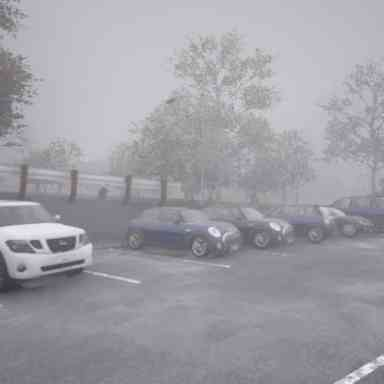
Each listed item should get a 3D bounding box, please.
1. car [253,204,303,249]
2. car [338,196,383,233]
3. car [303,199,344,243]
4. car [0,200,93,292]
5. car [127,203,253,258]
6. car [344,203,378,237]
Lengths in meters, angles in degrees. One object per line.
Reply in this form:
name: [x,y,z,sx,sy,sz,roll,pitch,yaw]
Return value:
car: [2.129,1.371,14.569,4.553,1.767,2.185,-1,-1,34]
car: [9.509,1.254,19.819,5.566,2.045,2.435,-1,-1,35]
car: [4.638,1.373,16.283,4.553,1.767,2.185,-1,-1,34]
car: [-5.206,1.236,9.275,5.566,2.045,2.435,-1,-1,34]
car: [-0.333,1.368,12.808,4.553,1.767,2.185,-1,-1,35]
car: [7.073,1.503,18.060,4.892,1.521,2.231,-1,-1,34]
